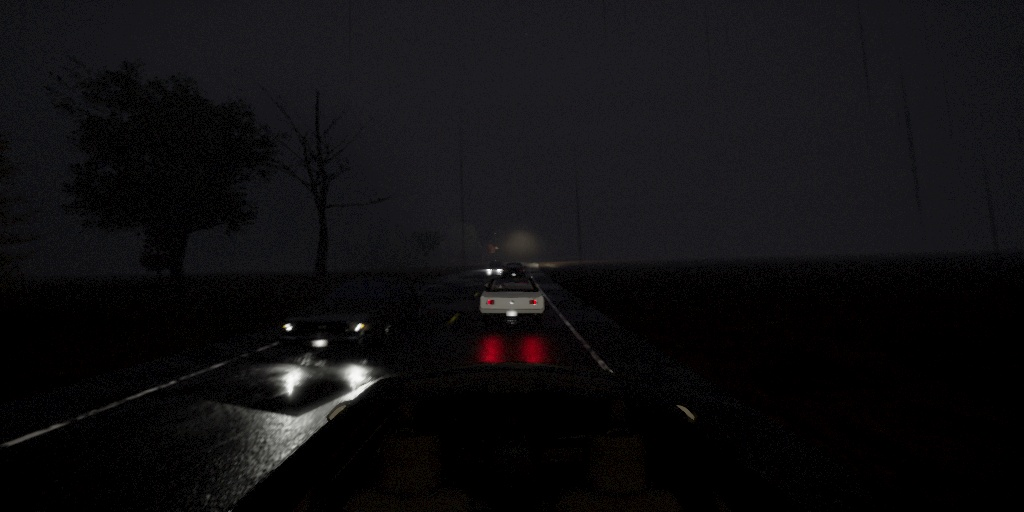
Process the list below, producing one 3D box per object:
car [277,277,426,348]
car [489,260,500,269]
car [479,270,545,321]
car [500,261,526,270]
[{"bbox_3d":[-3.687,1.287,9.519,2.033,1.411,5.357,0,0,0],"label":"car"},{"bbox_3d":[-2.517,1.322,55.917,1.895,1.301,4.718,0,0,3],"label":"car"},{"bbox_3d":[0.001,1.349,12.425,1.895,1.301,4.718,0,0,0],"label":"car"},{"bbox_3d":[0.184,1.267,30.100,1.812,1.442,4.674,0,0,1],"label":"car"}]
